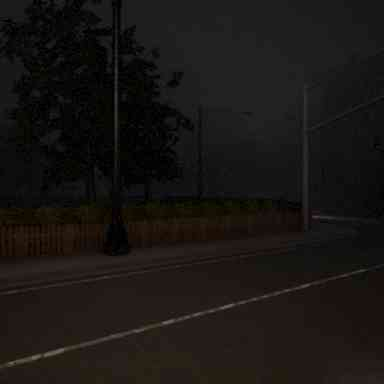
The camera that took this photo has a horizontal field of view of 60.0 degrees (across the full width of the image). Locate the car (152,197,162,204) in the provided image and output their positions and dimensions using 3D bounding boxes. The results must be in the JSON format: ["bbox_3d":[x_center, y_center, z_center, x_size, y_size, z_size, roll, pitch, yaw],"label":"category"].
[{"bbox_3d":[-4.978,1.502,53.391,1.812,1.442,4.674,0,0,-34],"label":"car"}]

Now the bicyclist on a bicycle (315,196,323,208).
[{"bbox_3d":[16.101,1.270,42.071,1.656,1.620,0.582,0,0,-35],"label":"bicyclist on a bicycle"}]
